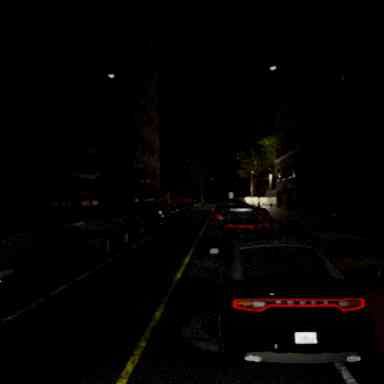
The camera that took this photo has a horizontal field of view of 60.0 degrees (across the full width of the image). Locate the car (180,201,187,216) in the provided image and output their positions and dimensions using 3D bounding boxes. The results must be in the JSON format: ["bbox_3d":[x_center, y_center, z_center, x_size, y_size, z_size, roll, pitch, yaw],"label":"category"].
[{"bbox_3d":[-2.080,1.924,36.442,1.967,1.590,4.097,-1,-1,5],"label":"car"}]

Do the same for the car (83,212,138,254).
[{"bbox_3d":[-3.989,1.791,14.451,2.008,1.369,4.403,-1,-1,5],"label":"car"}]

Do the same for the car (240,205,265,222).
[{"bbox_3d":[5.439,1.870,30.253,1.802,1.307,4.206,-1,-1,5],"label":"car"}]

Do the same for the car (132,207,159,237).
[{"bbox_3d":[-3.511,1.845,19.949,1.887,1.381,4.507,-1,-1,5],"label":"car"}]

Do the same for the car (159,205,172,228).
[{"bbox_3d":[-3.033,1.926,25.446,1.947,1.339,4.313,-1,-1,5],"label":"car"}]

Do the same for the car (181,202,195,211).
[{"bbox_3d":[-0.644,2.258,52.934,1.802,1.307,4.206,-1,-1,5],"label":"car"}]

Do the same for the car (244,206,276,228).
[{"bbox_3d":[4.961,1.809,24.756,1.802,1.307,4.206,-1,-1,5],"label":"car"}]

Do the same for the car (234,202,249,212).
[{"bbox_3d":[6.872,2.060,46.745,1.802,1.307,4.206,-1,-1,5],"label":"car"}]

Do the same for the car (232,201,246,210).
[{"bbox_3d":[7.350,2.108,52.242,1.947,1.339,4.313,-1,-1,5],"label":"car"}]

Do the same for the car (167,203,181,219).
[{"bbox_3d":[-2.556,1.972,30.943,2.008,1.369,4.403,-1,-1,5],"label":"car"}]

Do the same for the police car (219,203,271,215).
[{"bbox_3d":[2.409,1.589,16.352,1.930,1.638,5.238,-1,-1,5],"label":"police car"}]

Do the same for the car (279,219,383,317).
[{"bbox_3d":[3.538,1.574,8.433,1.752,1.417,4.829,-1,-1,5],"label":"car"}]

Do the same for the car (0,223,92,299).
[{"bbox_3d":[-4.466,1.763,8.952,1.802,1.307,4.206,-1,-1,5],"label":"car"}]

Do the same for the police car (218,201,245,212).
[{"bbox_3d":[2.928,1.654,22.329,1.930,1.638,5.238,-1,-1,5],"label":"police car"}]

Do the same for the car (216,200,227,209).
[{"bbox_3d":[5.161,2.171,57.524,1.812,1.442,4.674,-1,-1,5],"label":"car"}]

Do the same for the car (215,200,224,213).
[{"bbox_3d":[3.962,2.084,43.626,1.895,1.301,4.718,-1,-1,5],"label":"car"}]

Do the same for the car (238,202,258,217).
[{"bbox_3d":[5.930,1.878,35.921,1.752,1.417,4.829,-1,-1,5],"label":"car"}]

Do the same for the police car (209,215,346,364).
[{"bbox_3d":[1.393,1.483,6.367,1.930,1.638,5.238,-1,-1,2],"label":"police car"}]

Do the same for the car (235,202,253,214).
[{"bbox_3d":[6.394,1.959,41.248,1.887,1.381,4.507,-1,-1,5],"label":"car"}]

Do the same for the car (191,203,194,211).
[{"bbox_3d":[-1.125,2.052,47.438,1.967,1.590,4.097,-1,-1,5],"label":"car"}]

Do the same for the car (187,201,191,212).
[{"bbox_3d":[-1.616,2.071,41.770,1.752,1.417,4.829,-1,-1,5],"label":"car"}]

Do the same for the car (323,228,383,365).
[{"bbox_3d":[3.047,1.303,2.771,2.192,1.841,5.009,-1,-1,5],"label":"car"}]
